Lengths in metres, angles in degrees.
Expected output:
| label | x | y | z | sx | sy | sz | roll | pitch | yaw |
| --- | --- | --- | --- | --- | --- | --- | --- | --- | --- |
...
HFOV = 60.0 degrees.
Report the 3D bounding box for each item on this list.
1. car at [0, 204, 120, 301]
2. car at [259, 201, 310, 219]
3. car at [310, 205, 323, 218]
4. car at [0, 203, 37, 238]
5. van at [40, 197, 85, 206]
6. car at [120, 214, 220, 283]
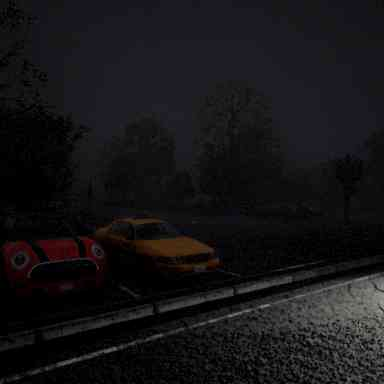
| label | x | y | z | sx | sy | sz | roll | pitch | yaw |
| --- | --- | --- | --- | --- | --- | --- | --- | --- | --- |
| car | -3.864 | 1.348 | 8.569 | 2.185 | 1.767 | 4.553 | 0 | 0 | -36 |
| car | 8.743 | 1.845 | 32.721 | 2.002 | 1.452 | 4.674 | 2 | -1 | -36 |
| car | 11.290 | 1.747 | 34.615 | 2.185 | 1.767 | 4.553 | 1 | -1 | -36 |
| car | -10.508 | 1.475 | 19.094 | 1.946 | 1.575 | 5.366 | 0 | 0 | -36 |
| van | -8.065 | 1.266 | 20.485 | 1.878 | 1.987 | 4.442 | 0 | 0 | -36 |
| car | -1.372 | 1.484 | 10.102 | 1.946 | 1.575 | 5.366 | 0 | 0 | -36 |
